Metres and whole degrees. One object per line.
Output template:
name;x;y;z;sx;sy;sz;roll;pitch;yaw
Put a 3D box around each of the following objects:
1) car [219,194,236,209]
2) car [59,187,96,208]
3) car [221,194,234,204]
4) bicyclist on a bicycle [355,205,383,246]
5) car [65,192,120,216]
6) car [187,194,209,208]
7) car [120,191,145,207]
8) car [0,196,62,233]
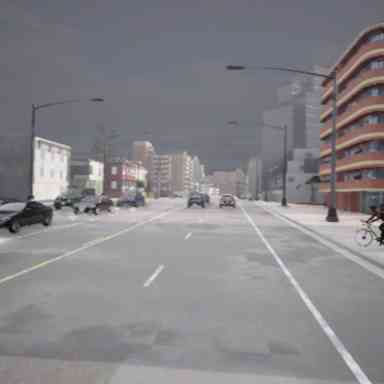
car;4.160;1.134;38.867;2.033;1.411;5.357;1;1;7
car;-10.852;0.598;31.596;2.150;2.045;5.566;1;1;7
car;5.270;1.001;49.512;1.812;1.442;4.674;1;1;7
bicyclist on a bicycle;7.217;1.344;12.978;1.656;1.620;0.582;1;1;6
car;-7.850;1.006;26.890;2.128;1.511;4.902;1;1;6
car;0.595;1.021;38.506;1.837;1.490;4.892;1;1;7
car;-6.705;0.733;37.106;2.097;1.767;4.553;1;1;7
car;-8.914;1.163;17.173;1.812;1.442;4.674;1;1;6
